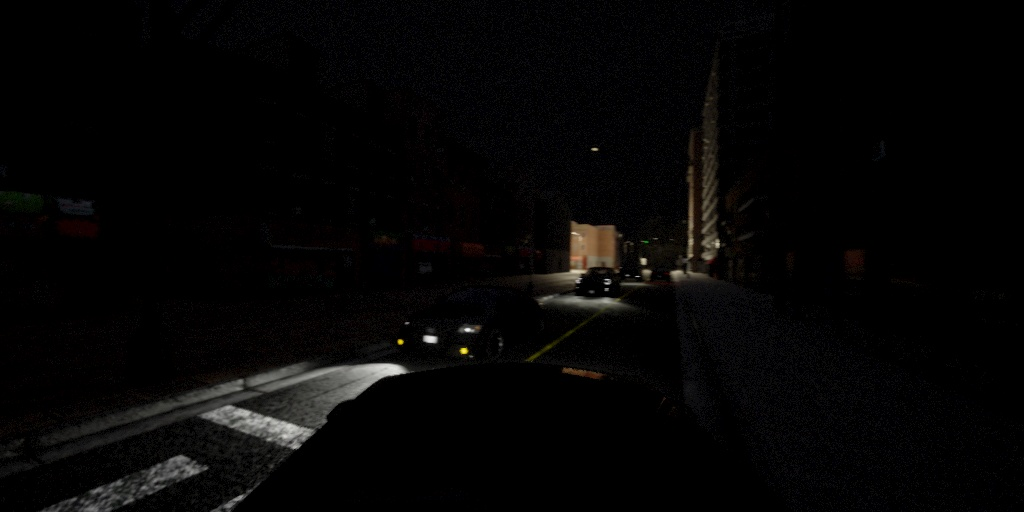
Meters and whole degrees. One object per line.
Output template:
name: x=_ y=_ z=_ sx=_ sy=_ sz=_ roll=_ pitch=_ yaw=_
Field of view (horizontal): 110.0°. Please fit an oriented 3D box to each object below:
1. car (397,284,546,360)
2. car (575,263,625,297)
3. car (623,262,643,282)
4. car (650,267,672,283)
car: x=-0.687 y=1.386 z=8.425 sx=1.994 sy=1.385 sz=4.181 roll=1 pitch=-1 yaw=24
car: x=5.313 y=1.438 z=21.836 sx=2.097 sy=1.767 sz=4.553 roll=1 pitch=-1 yaw=24
car: x=12.572 y=1.633 z=37.899 sx=2.150 sy=2.045 sz=5.566 roll=1 pitch=-1 yaw=25
car: x=15.760 y=1.942 z=38.049 sx=1.882 sy=1.535 sz=5.008 roll=1 pitch=-1 yaw=24
